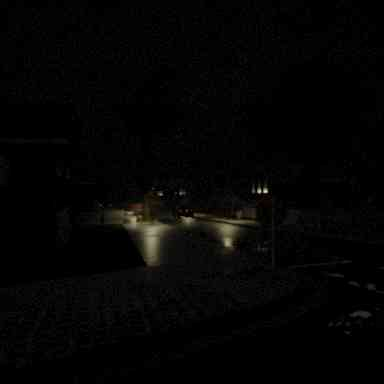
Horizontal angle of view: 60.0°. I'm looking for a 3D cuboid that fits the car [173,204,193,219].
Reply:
[{"bbox_3d":[-1.342,2.811,48.313,2.150,2.045,5.566,-1,-2,-14],"label":"car"}]
